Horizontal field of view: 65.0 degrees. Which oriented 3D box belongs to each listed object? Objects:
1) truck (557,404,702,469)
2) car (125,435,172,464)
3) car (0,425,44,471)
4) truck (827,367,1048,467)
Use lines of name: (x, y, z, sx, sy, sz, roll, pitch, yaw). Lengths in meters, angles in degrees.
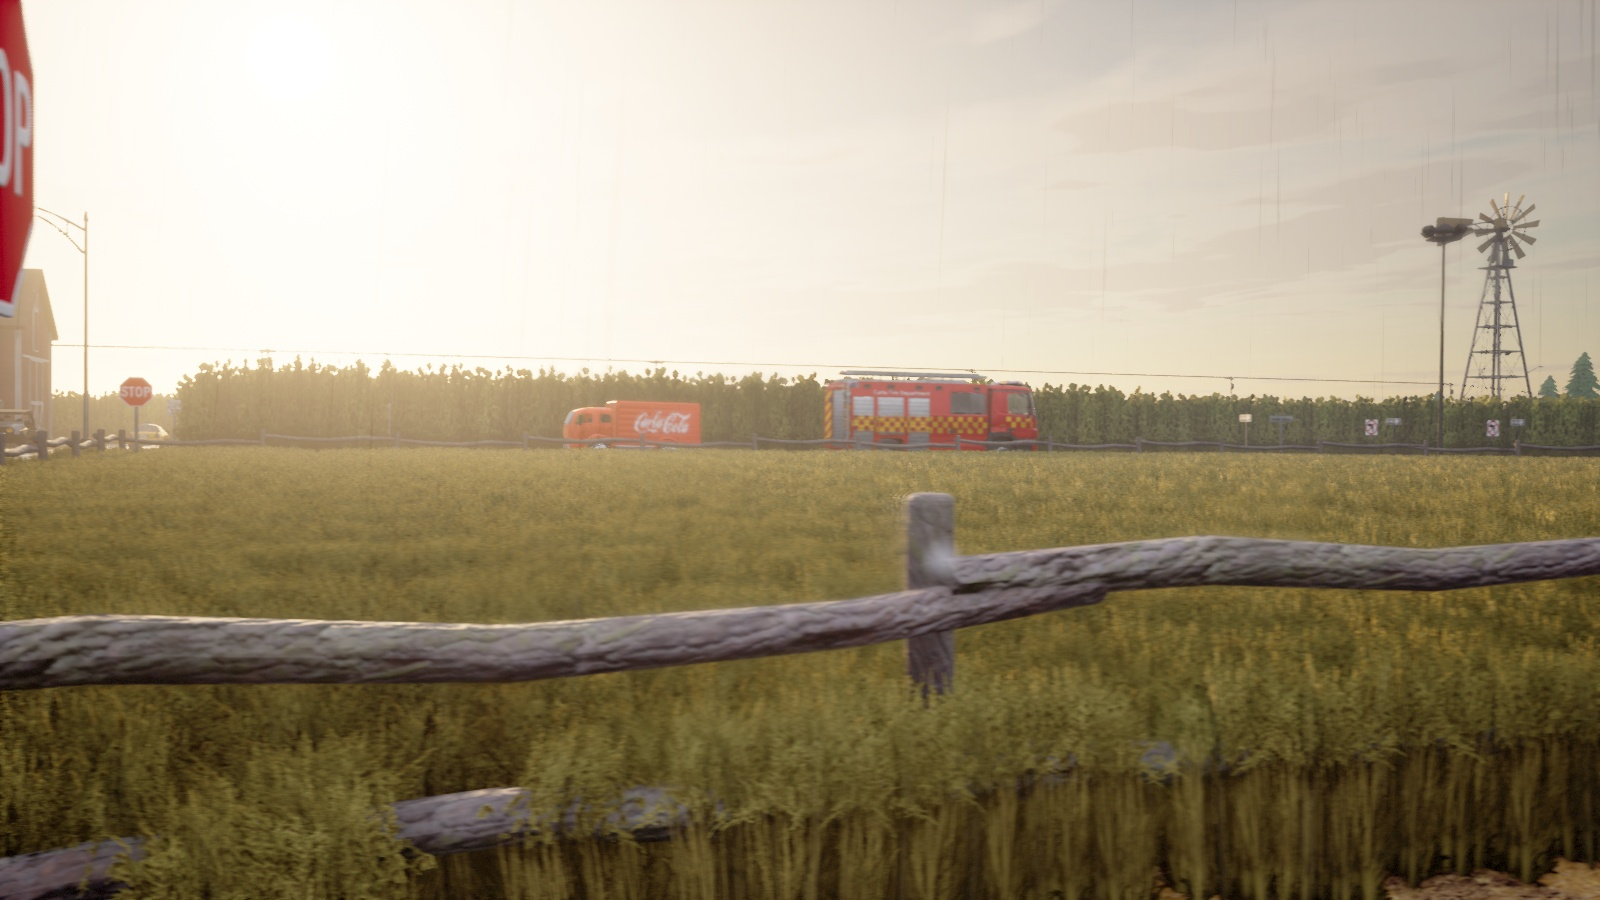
truck: (-6.737, -0.544, 49.478, 5.204, 2.467, 2.627, -1, 1, -20)
car: (-37.540, -0.035, 72.450, 1.801, 1.575, 5.366, -1, 1, -21)
car: (-33.673, -0.086, 53.421, 1.905, 1.878, 3.866, -1, 1, -21)
truck: (5.564, -1.322, 50.746, 8.468, 3.827, 2.891, -1, 1, -20)
